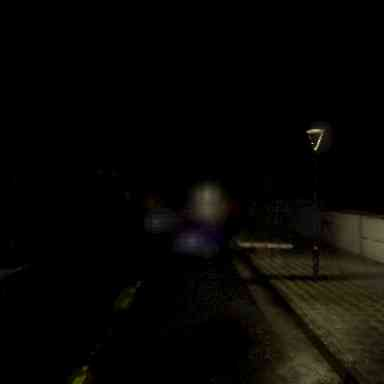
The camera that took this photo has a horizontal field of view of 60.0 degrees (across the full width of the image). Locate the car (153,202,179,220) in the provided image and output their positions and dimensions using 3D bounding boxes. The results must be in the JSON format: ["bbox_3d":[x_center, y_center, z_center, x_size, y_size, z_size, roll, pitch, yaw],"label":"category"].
[{"bbox_3d":[-2.770,1.996,33.848,2.033,1.411,5.357,0,-1,0],"label":"car"}]

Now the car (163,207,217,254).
[{"bbox_3d":[0.021,1.651,14.276,1.882,1.535,5.008,0,0,0],"label":"car"}]

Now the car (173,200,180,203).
[{"bbox_3d":[-4.142,2.989,89.141,2.128,1.511,4.902,1,-2,-12],"label":"car"}]

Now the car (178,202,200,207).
[{"bbox_3d":[0.008,1.875,28.553,1.837,1.490,4.892,0,0,0],"label":"car"}]
